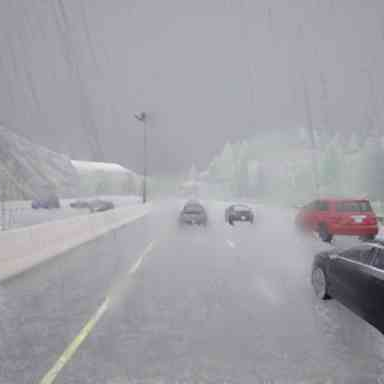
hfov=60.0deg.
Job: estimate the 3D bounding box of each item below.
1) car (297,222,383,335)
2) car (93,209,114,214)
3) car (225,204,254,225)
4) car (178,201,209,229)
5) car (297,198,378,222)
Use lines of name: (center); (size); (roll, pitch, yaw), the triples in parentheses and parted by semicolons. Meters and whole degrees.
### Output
car: (3.604, 1.526, 5.591); (2.128, 1.511, 4.902); (0, 0, 0)
car: (-10.563, 1.733, 39.453); (2.128, 1.511, 4.902); (0, 0, 0)
car: (3.618, 1.683, 25.711); (1.812, 1.442, 4.674); (0, 0, 0)
car: (0.116, 1.630, 22.539); (2.128, 1.511, 4.902); (0, 0, 0)
car: (7.123, 1.325, 16.865); (2.150, 2.045, 5.566); (0, 0, 0)
